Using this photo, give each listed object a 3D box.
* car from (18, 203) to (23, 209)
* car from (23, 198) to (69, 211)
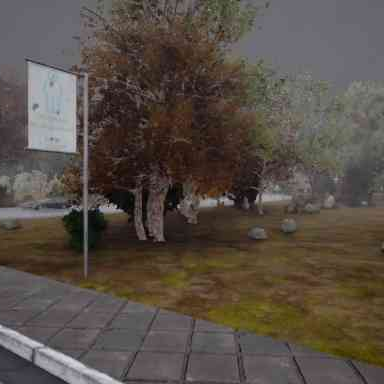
[{"bbox_3d":[-19.605,1.591,42.758,1.895,1.301,4.718,0,0,38],"label":"car"},{"bbox_3d":[-17.212,1.497,40.150,1.837,1.490,4.892,0,0,38],"label":"car"}]
